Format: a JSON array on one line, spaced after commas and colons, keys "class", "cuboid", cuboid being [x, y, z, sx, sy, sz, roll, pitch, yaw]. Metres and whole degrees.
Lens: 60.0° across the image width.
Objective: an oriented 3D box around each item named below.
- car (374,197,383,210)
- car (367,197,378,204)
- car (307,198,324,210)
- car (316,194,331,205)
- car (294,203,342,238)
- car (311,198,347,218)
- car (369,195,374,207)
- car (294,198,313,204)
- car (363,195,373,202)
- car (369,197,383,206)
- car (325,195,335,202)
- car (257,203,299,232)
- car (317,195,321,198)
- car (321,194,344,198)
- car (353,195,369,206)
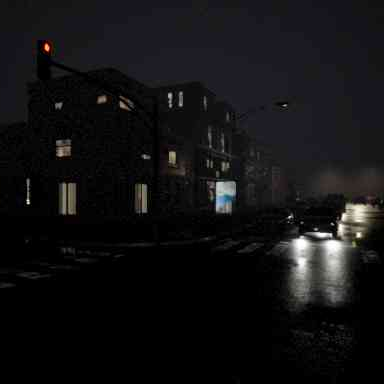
[{"class": "car", "cuboid": [24.494, 1.561, 41.820, 2.008, 1.369, 4.403, 0, 0, 25]}, {"class": "car", "cuboid": [36.204, 1.605, 66.823, 1.802, 1.307, 4.206, 0, 0, 25]}, {"class": "car", "cuboid": [16.838, 1.534, 45.233, 1.752, 1.417, 4.829, 0, 0, 25]}, {"class": "car", "cuboid": [23.938, 1.331, 60.389, 2.192, 1.841, 5.009, 0, 0, 25]}, {"class": "car", "cuboid": [7.008, 1.528, 18.172, 1.812, 1.442, 4.674, 0, 0, 26]}, {"class": "car", "cuboid": [11.555, 1.496, 27.772, 2.128, 1.511, 4.902, 0, 0, 25]}, {"class": "car", "cuboid": [29.179, 1.454, 51.820, 1.967, 1.590, 4.097, 0, 0, 25]}, {"class": "car", "cuboid": [9.884, 1.555, 30.384, 2.008, 1.369, 4.403, 0, 0, 25]}, {"class": "car", "cuboid": [43.231, 1.475, 81.824, 1.967, 1.590, 4.097, 0, 0, 25]}, {"class": "car", "cuboid": [31.520, 1.568, 56.822, 2.008, 1.369, 4.403, 0, 0, 25]}, {"class": "car", "cuboid": [33.306, 1.470, 80.392, 1.967, 1.590, 4.097, 0, 0, 25]}, {"class": "car", "cuboid": [5.200, 1.584, 20.383, 1.802, 1.307, 4.206, 0, 0, 25]}, {"class": "car", "cuboid": [14.569, 1.447, 40.386, 1.967, 1.590, 4.097, 0, 0, 25]}, {"class": "car", "cuboid": [16.135, 1.228, 37.397, 2.150, 2.045, 5.566, 0, 0, 25]}, {"class": "car", "cuboid": [28.852, 1.494, 57.244, 1.882, 1.535, 5.008, 0, 0, 25]}]
